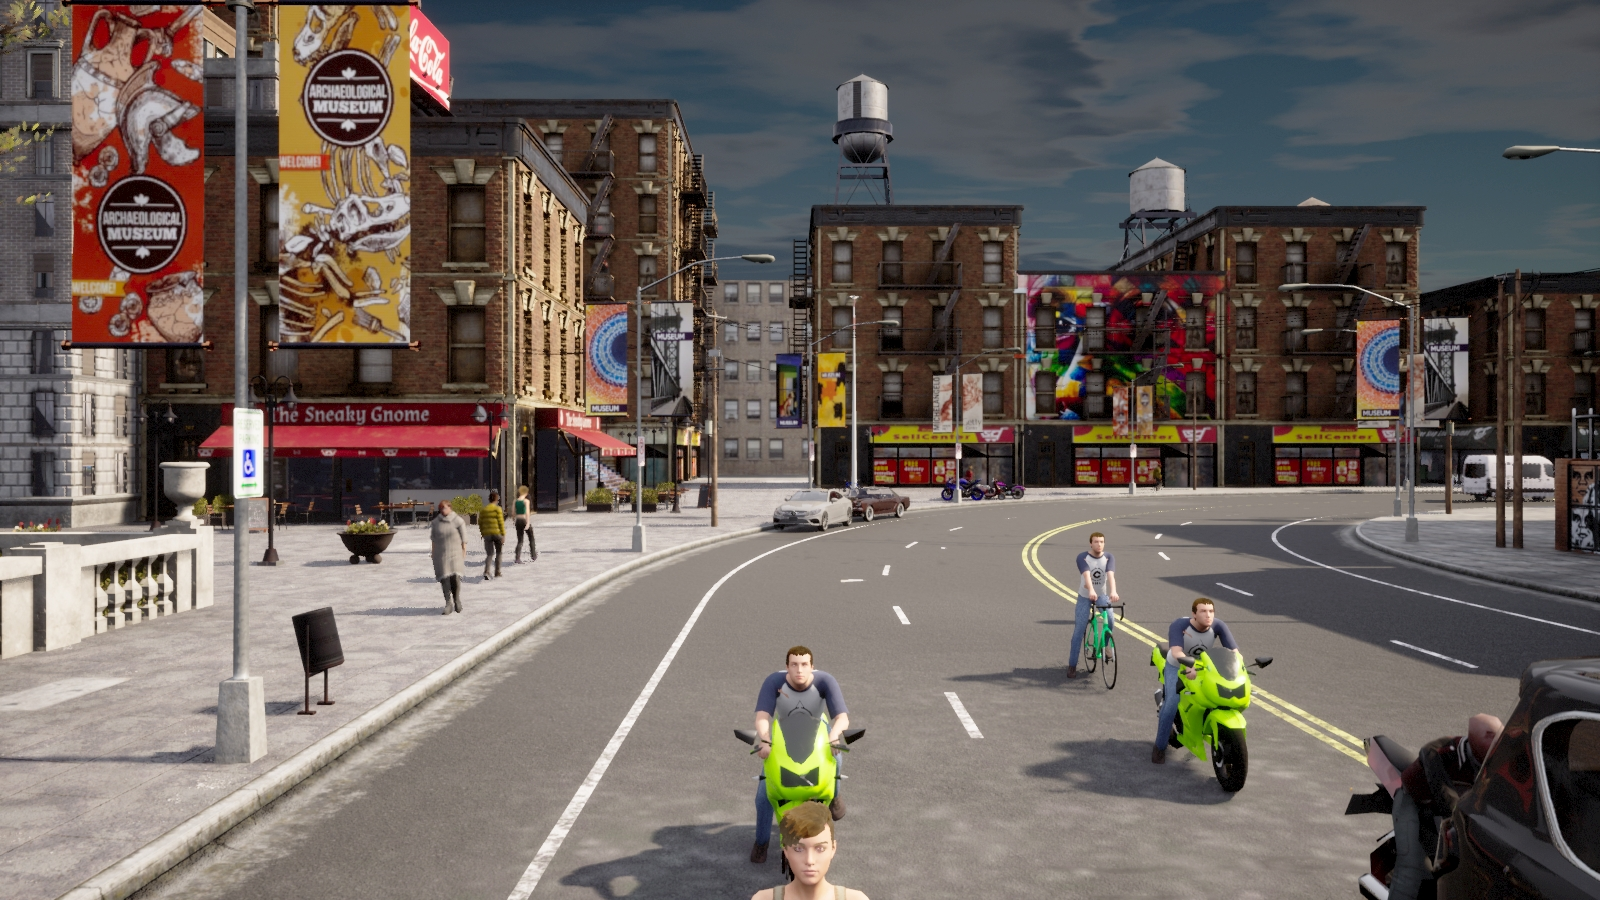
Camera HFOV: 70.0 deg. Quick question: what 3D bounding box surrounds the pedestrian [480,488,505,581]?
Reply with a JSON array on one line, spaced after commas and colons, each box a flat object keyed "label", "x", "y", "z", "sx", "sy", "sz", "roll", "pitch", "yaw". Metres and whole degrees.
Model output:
[{"label": "pedestrian", "x": -6.243, "y": 1.705, "z": 23.191, "sx": 0.375, "sy": 1.860, "sz": 0.375, "roll": 0, "pitch": 0, "yaw": 8}]

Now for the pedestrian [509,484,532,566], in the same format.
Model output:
[{"label": "pedestrian", "x": -6.420, "y": 1.708, "z": 26.261, "sx": 0.375, "sy": 1.860, "sz": 0.375, "roll": 0, "pitch": 0, "yaw": 14}]

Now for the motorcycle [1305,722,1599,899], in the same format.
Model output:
[{"label": "motorcycle", "x": 3.503, "y": 2.245, "z": 5.846, "sx": 0.867, "sy": 1.251, "sz": 2.209, "roll": 1, "pitch": -2, "yaw": 0}]

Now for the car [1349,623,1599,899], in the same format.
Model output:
[{"label": "car", "x": 3.469, "y": 1.785, "z": 2.202, "sx": 2.150, "sy": 2.045, "sz": 5.566, "roll": 0, "pitch": 0, "yaw": 0}]

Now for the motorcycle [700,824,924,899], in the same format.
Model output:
[{"label": "motorcycle", "x": 0.039, "y": 2.172, "z": 3.492, "sx": 0.764, "sy": 1.277, "sz": 2.356, "roll": 0, "pitch": 0, "yaw": 0}]

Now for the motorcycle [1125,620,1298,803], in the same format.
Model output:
[{"label": "motorcycle", "x": 3.536, "y": 2.217, "z": 10.038, "sx": 0.803, "sy": 1.145, "sz": 2.033, "roll": 0, "pitch": 0, "yaw": 0}]

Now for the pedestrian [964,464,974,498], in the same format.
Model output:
[{"label": "pedestrian", "x": 9.320, "y": 1.722, "z": 63.041, "sx": 0.375, "sy": 1.860, "sz": 0.375, "roll": 0, "pitch": 0, "yaw": -36}]

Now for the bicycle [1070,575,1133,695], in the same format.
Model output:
[{"label": "bicycle", "x": 3.650, "y": 2.212, "z": 13.929, "sx": 0.373, "sy": 1.196, "sz": 1.643, "roll": 0, "pitch": 0, "yaw": 1}]

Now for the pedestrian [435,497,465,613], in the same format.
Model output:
[{"label": "pedestrian", "x": -5.698, "y": 1.704, "z": 18.629, "sx": 0.375, "sy": 1.860, "sz": 0.375, "roll": 0, "pitch": 0, "yaw": 0}]

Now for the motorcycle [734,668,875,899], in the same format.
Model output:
[{"label": "motorcycle", "x": 0.030, "y": 2.215, "z": 7.575, "sx": 0.803, "sy": 1.145, "sz": 2.033, "roll": 0, "pitch": 0, "yaw": 0}]

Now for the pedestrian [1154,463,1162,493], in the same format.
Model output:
[{"label": "pedestrian", "x": 22.108, "y": 1.723, "z": 70.553, "sx": 0.375, "sy": 1.860, "sz": 0.375, "roll": 0, "pitch": 0, "yaw": -18}]

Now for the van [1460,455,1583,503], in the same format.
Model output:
[{"label": "van", "x": 39.660, "y": 1.558, "z": 62.851, "sx": 5.915, "sy": 2.561, "sz": 1.988, "roll": 0, "pitch": 0, "yaw": -10}]
